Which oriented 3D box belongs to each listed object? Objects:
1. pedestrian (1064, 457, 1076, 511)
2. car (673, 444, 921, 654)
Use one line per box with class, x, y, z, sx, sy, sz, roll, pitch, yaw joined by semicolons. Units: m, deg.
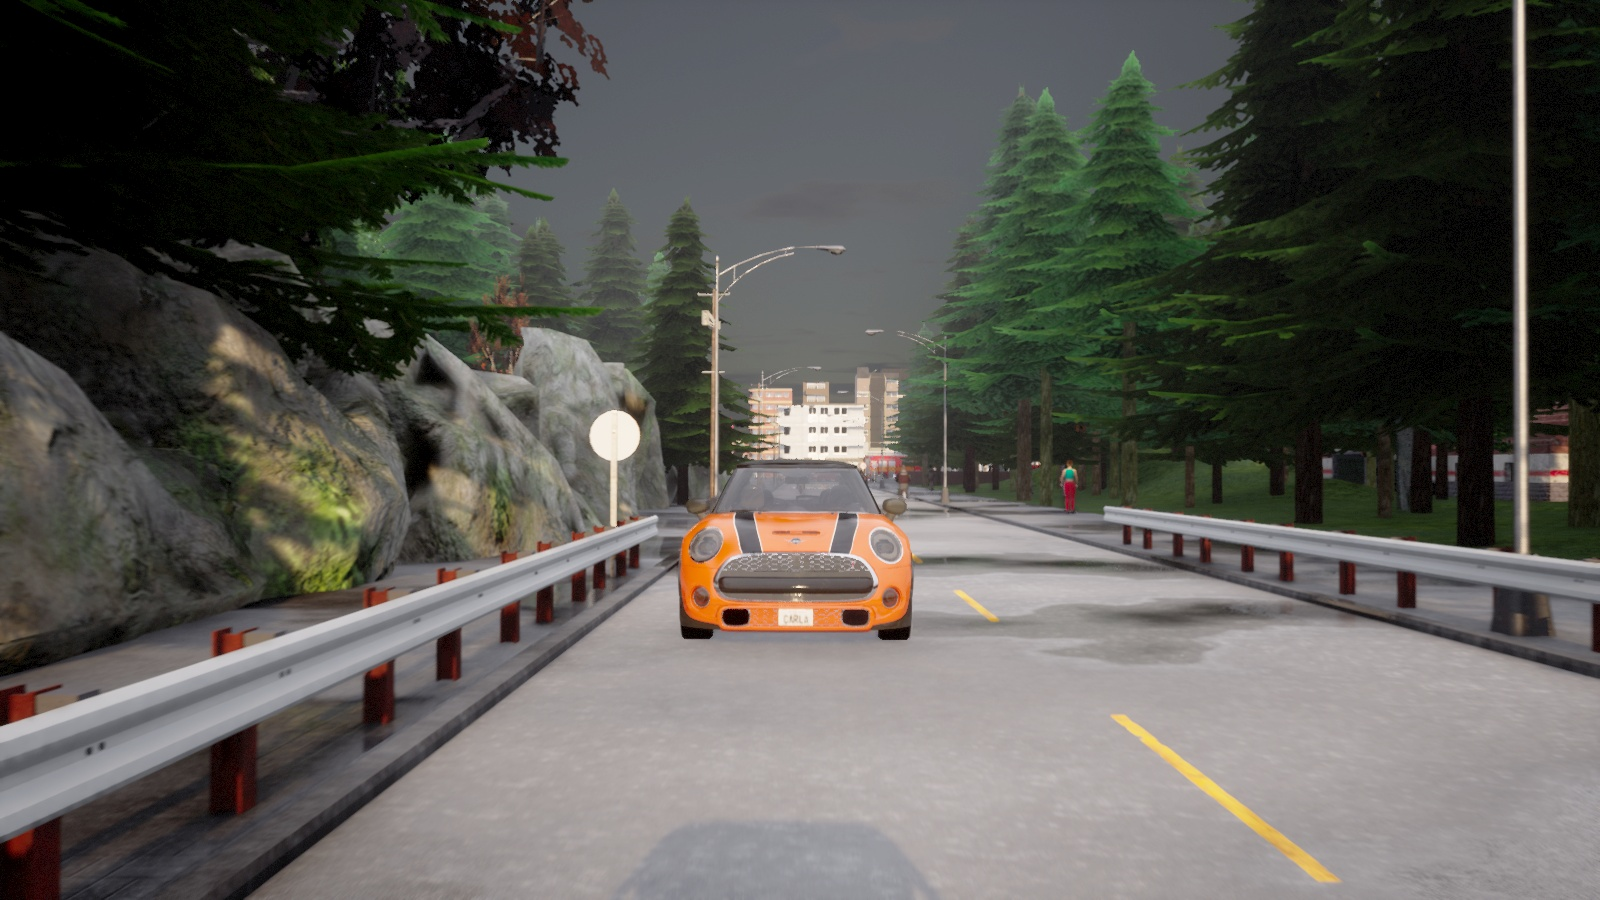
pedestrian;9.169;1.155;42.663;0.345;1.836;0.594;0;-1;16
car;-0.032;0.874;12.910;2.097;1.767;4.553;0;-1;0
